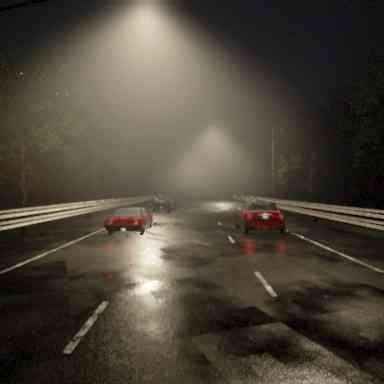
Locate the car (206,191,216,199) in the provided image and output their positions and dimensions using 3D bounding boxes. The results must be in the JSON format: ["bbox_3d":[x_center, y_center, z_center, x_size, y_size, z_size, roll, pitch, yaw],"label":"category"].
[{"bbox_3d":[5.246,1.078,85.716,2.033,1.649,4.856,0,0,2],"label":"car"}]

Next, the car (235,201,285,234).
[{"bbox_3d":[3.695,1.279,18.762,2.097,1.767,4.553,0,0,0],"label":"car"}]

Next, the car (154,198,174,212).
[{"bbox_3d":[-3.081,1.349,35.928,2.128,1.511,4.902,0,0,1],"label":"car"}]

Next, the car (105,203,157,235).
[{"bbox_3d":[-3.310,1.528,18.400,1.895,1.301,4.718,0,0,0],"label":"car"}]
